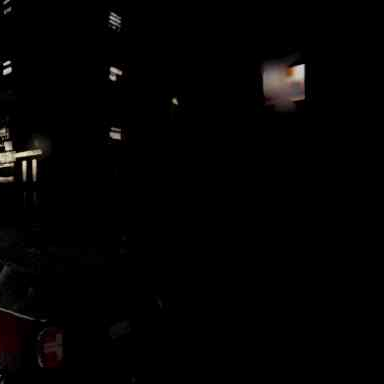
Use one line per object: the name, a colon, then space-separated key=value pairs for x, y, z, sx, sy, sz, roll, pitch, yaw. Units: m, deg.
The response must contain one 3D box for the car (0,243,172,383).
car: x=-2.321 y=1.432 z=4.550 sx=4.097 sy=1.590 sz=1.967 roll=0 pitch=-1 yaw=36
